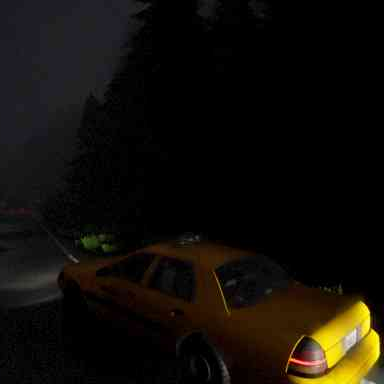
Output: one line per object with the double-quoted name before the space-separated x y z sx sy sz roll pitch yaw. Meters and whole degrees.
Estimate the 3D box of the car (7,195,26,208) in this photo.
"car" -21.094 1.059 40.093 2.128 1.511 4.902 -2 2 -26

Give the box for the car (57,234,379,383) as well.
"car" -0.254 1.417 5.093 5.366 1.575 1.801 1 1 44
